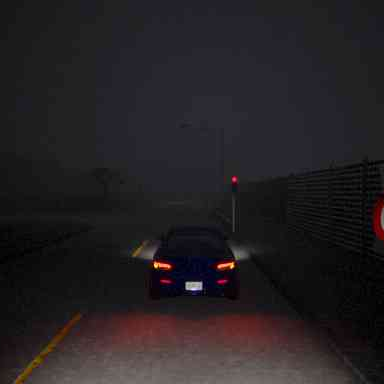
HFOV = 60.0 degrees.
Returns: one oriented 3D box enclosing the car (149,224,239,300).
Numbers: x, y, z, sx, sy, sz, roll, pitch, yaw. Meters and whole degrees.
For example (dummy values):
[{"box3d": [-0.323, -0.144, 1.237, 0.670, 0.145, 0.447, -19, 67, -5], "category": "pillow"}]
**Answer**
[{"box3d": [0.055, 1.526, 8.290, 1.812, 1.442, 4.674, 0, 0, 1], "category": "car"}]
